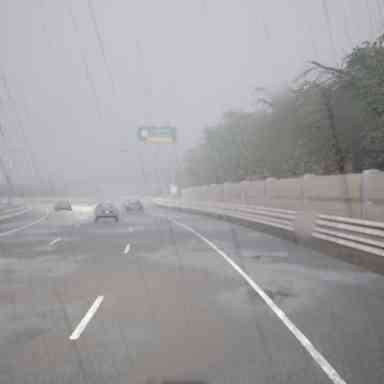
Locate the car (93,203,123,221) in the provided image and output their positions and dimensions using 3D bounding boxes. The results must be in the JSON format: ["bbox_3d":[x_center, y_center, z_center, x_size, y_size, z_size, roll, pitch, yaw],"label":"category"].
[{"bbox_3d":[-7.241,1.630,28.010,2.033,1.411,5.357,-1,0,-16],"label":"car"}]

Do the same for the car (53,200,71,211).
[{"bbox_3d":[-17.278,1.760,44.215,1.994,1.385,4.181,-1,0,-26],"label":"car"}]

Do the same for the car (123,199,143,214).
[{"bbox_3d":[-6.786,1.570,37.497,2.128,1.511,4.902,0,0,-21],"label":"car"}]
